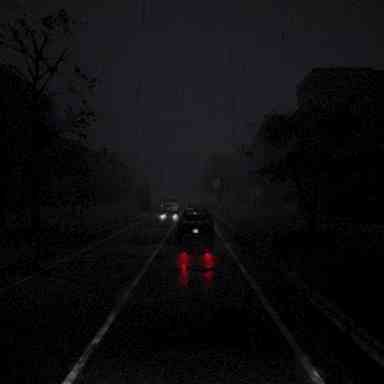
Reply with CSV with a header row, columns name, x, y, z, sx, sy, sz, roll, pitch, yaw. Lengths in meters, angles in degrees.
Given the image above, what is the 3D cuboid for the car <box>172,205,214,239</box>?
name,x,y,z,sx,sy,sz,roll,pitch,yaw
car,0.195,1.677,18.393,2.128,1.511,4.902,0,-1,0

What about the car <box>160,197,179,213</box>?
name,x,y,z,sx,sy,sz,roll,pitch,yaw
car,-2.864,1.680,43.361,2.150,2.045,5.566,0,-1,1

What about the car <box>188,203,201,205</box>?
name,x,y,z,sx,sy,sz,roll,pitch,yaw
car,0.279,1.856,34.647,2.128,1.511,4.902,0,-1,0
